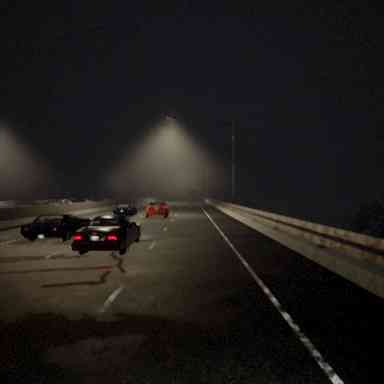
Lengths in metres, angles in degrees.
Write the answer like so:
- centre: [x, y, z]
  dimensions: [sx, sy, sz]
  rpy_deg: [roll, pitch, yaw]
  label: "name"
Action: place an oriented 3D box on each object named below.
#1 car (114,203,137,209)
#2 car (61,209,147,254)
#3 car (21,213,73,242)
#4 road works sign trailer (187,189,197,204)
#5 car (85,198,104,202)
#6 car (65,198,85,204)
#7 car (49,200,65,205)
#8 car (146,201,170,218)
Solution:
- centre: [-6.904, 1.869, 34.756]
  dimensions: [1.994, 1.385, 4.181]
  rpy_deg: [0, 0, 0]
  label: "car"
- centre: [-3.401, 1.675, 14.135]
  dimensions: [2.033, 1.411, 5.357]
  rpy_deg: [0, 0, 0]
  label: "car"
- centre: [-6.902, 1.757, 17.441]
  dimensions: [1.895, 1.301, 4.718]
  rpy_deg: [0, -1, 0]
  label: "car"
- centre: [-0.010, 1.144, 81.587]
  dimensions: [2.380, 3.560, 2.880]
  rpy_deg: [0, 0, 0]
  label: "road works sign trailer"
- centre: [-17.531, 1.876, 61.472]
  dimensions: [2.097, 1.767, 4.553]
  rpy_deg: [0, 0, 1]
  label: "car"
- centre: [-21.027, 1.875, 61.388]
  dimensions: [2.097, 1.767, 4.553]
  rpy_deg: [0, 0, 1]
  label: "car"
- centre: [-24.514, 2.120, 61.131]
  dimensions: [1.895, 1.301, 4.718]
  rpy_deg: [0, 0, 0]
  label: "car"
- centre: [-3.404, 1.651, 34.050]
  dimensions: [2.097, 1.767, 4.553]
  rpy_deg: [0, 0, 0]
  label: "car"
